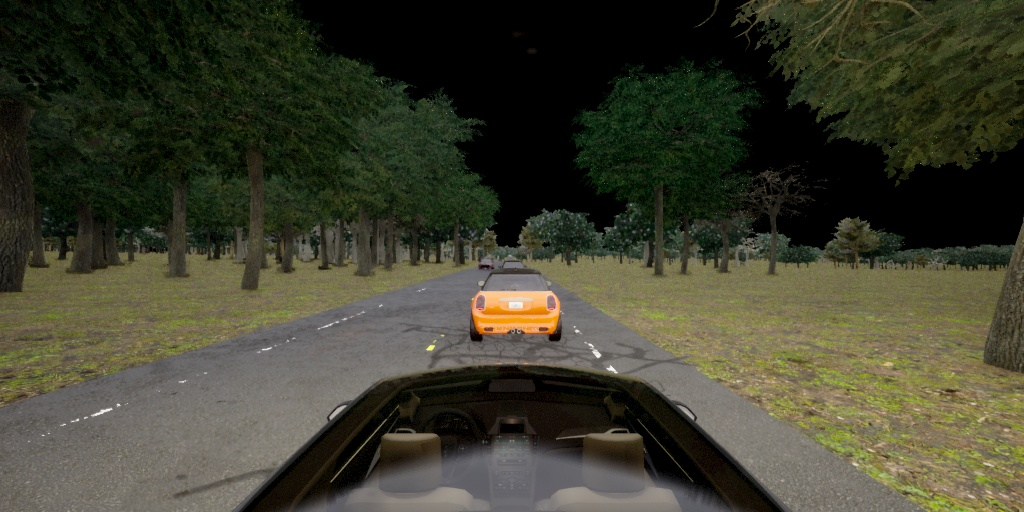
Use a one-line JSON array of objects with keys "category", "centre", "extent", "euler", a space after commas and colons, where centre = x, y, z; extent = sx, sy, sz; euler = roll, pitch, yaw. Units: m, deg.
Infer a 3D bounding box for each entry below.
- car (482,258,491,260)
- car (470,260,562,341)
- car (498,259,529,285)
[{"category": "car", "centre": [-3.687, 1.152, 51.584], "extent": [2.097, 1.767, 4.553], "euler": [0, 0, 0]}, {"category": "car", "centre": [0.082, 1.102, 10.016], "extent": [2.097, 1.767, 4.553], "euler": [0, 0, 0]}, {"category": "car", "centre": [0.043, 1.103, 26.753], "extent": [2.097, 1.767, 4.553], "euler": [0, 0, -1]}]
